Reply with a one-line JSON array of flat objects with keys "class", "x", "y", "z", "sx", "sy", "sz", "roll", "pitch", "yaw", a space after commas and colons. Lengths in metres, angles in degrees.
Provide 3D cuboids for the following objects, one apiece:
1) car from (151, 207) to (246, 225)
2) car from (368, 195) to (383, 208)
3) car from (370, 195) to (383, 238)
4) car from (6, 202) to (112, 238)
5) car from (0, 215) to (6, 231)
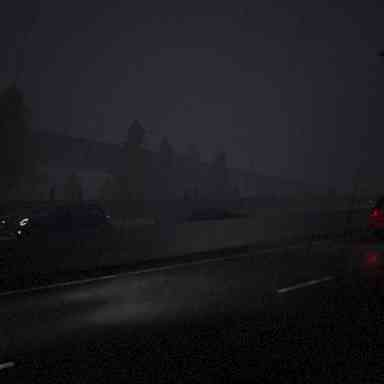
[{"class": "car", "x": 0.524, "y": 1.482, "z": 17.265, "sx": 5.357, "sy": 1.411, "sz": 2.033, "roll": -1, "pitch": 0, "yaw": -36}, {"class": "car", "x": 25.126, "y": 1.180, "z": 43.393, "sx": 4.892, "sy": 1.490, "sz": 1.837, "roll": -1, "pitch": 0, "yaw": -35}, {"class": "car", "x": 10.566, "y": 1.101, "z": 15.585, "sx": 5.566, "sy": 2.045, "sz": 2.150, "roll": -1, "pitch": 0, "yaw": -35}, {"class": "car", "x": -6.437, "y": 1.333, "z": 16.600, "sx": 4.553, "sy": 1.767, "sz": 2.097, "roll": 0, "pitch": 0, "yaw": -36}, {"class": "car", "x": -8.577, "y": 1.487, "z": 19.370, "sx": 4.892, "sy": 1.490, "sz": 1.837, "roll": -1, "pitch": 0, "yaw": -35}]
